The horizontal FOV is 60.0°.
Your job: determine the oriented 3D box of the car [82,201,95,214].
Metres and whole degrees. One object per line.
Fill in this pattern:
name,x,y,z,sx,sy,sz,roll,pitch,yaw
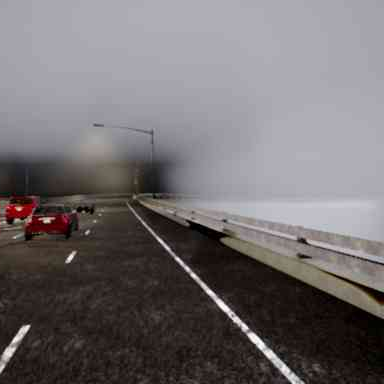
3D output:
car,-11.476,1.658,35.771,1.895,1.301,4.718,-1,0,-13

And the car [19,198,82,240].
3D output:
car,-7.403,1.417,17.949,2.097,1.767,4.553,-1,0,-13

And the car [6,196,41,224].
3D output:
car,-12.981,1.359,26.548,2.150,2.045,5.566,-1,0,-13
